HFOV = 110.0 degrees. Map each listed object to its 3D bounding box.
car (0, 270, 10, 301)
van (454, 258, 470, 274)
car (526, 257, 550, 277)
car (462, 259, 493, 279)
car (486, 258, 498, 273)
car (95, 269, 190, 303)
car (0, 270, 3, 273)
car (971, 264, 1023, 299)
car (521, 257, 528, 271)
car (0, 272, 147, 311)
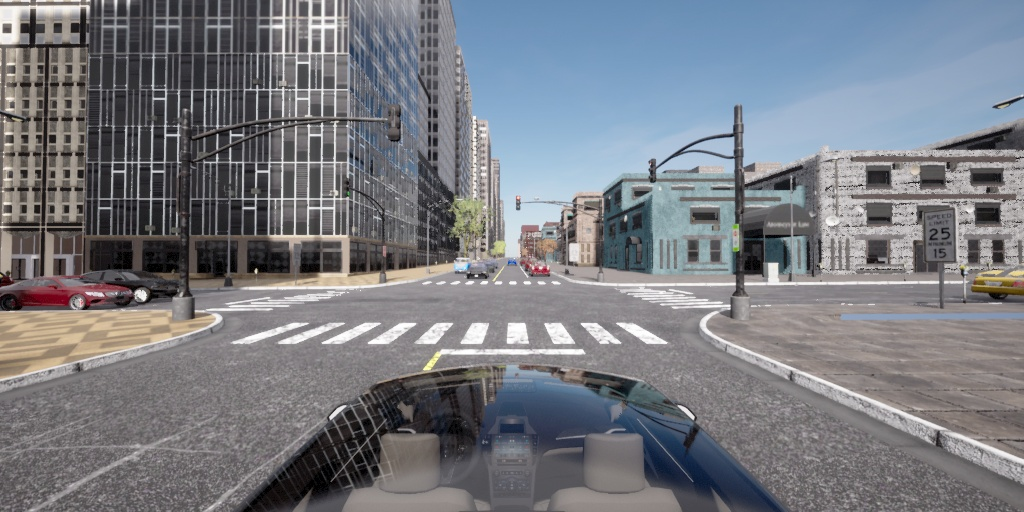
[{"bbox_3d":[-27.386,1.465,16.738,4.902,1.511,2.128,-1,-1,1],"label":"car"},{"bbox_3d":[-5.679,1.096,41.505,1.690,1.789,3.998,0,0,0],"label":"van"},{"bbox_3d":[2.701,1.195,35.867,1.967,1.591,4.097,0,0,0],"label":"car"},{"bbox_3d":[-3.076,1.302,33.058,2.033,1.411,5.357,0,0,-1],"label":"car"},{"bbox_3d":[-3.083,1.319,42.937,1.994,1.385,4.181,0,0,0],"label":"car"},{"bbox_3d":[-17.889,1.359,16.645,5.008,1.535,1.882,-1,-1,0],"label":"car"},{"bbox_3d":[-23.099,1.325,14.090,4.097,1.591,1.967,0,0,1],"label":"car"},{"bbox_3d":[20.693,0.994,13.657,4.829,1.417,1.751,0,0,1],"label":"car"},{"bbox_3d":[2.704,1.070,47.215,2.192,1.841,5.009,0,0,0],"label":"car"},{"bbox_3d":[-17.416,1.413,14.033,4.207,1.307,1.802,0,0,1],"label":"car"}]
